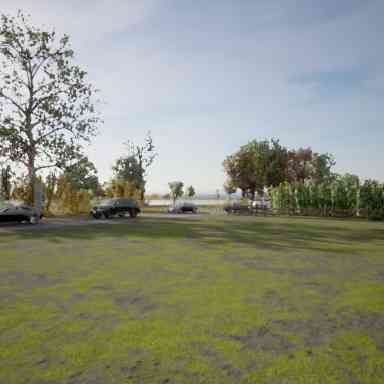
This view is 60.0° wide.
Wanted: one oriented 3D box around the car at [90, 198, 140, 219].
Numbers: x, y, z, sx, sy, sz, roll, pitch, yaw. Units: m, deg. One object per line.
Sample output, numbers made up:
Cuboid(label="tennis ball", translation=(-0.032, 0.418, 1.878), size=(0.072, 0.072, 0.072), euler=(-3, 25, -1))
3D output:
Cuboid(label="car", translation=(-7.755, 1.632, 34.145), size=(2.150, 2.045, 5.566), euler=(-1, -2, 35))

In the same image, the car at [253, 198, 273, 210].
Cuboid(label="car", translation=(12.518, 2.058, 58.164), size=(2.150, 2.045, 5.566), euler=(-1, -2, 35))

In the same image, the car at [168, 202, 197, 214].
Cuboid(label="car", translation=(-1.208, 2.073, 43.484), size=(2.128, 1.511, 4.902), euler=(-1, -2, 35))

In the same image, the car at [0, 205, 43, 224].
Cuboid(label="car", translation=(-13.901, 1.742, 25.351), size=(2.128, 1.511, 4.902), euler=(-1, -2, 35))

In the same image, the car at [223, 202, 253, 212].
Cuboid(label="car", translation=(6.582, 2.224, 49.579), size=(2.033, 1.411, 5.357), euler=(-1, -2, 35))
